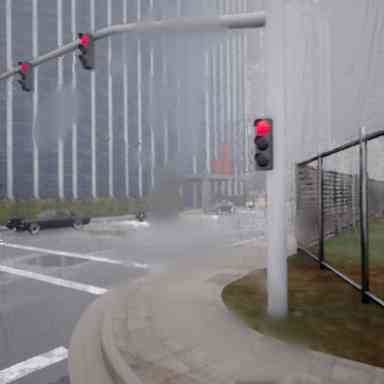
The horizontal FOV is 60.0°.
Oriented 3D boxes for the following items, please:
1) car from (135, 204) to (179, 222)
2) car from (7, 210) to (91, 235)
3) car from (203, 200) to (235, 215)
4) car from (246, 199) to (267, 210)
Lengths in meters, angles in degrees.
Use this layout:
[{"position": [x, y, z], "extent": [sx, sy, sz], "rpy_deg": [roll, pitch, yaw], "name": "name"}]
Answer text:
[{"position": [-2.967, 1.760, 28.899], "extent": [1.994, 1.385, 4.181], "rpy_deg": [-1, -1, 36], "name": "car"}, {"position": [-8.805, 1.797, 20.750], "extent": [1.895, 1.301, 4.718], "rpy_deg": [-1, -1, 36], "name": "car"}, {"position": [3.070, 1.701, 37.311], "extent": [1.837, 1.490, 4.892], "rpy_deg": [-1, -1, 36], "name": "car"}, {"position": [9.149, 1.674, 45.722], "extent": [1.882, 1.535, 5.008], "rpy_deg": [-1, -1, 36], "name": "car"}]
